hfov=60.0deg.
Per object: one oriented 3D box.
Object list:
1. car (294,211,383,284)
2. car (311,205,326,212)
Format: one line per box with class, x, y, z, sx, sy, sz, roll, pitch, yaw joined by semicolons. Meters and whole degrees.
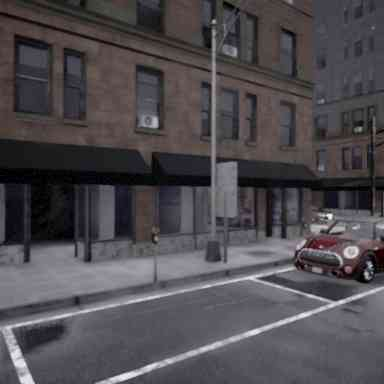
car;4.813;1.472;9.646;4.097;1.590;1.967;0;0;-36
car;8.406;1.612;25.602;2.128;1.511;4.902;0;0;-35
